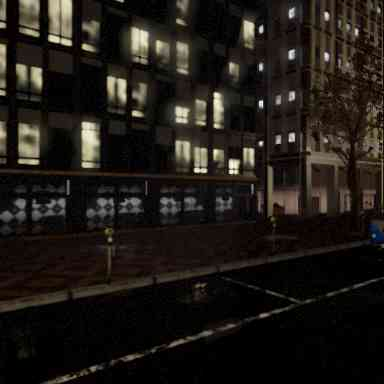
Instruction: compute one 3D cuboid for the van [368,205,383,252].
[{"bbox_3d":[8.241,1.310,12.435,3.998,1.788,1.690,0,0,-36],"label":"van"}]
